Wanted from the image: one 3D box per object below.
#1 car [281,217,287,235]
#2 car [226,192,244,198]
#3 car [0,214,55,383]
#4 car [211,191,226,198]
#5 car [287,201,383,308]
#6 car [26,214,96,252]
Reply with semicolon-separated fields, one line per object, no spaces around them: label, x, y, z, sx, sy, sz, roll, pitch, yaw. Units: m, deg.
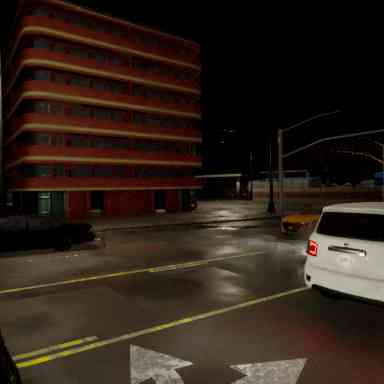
car;6.744;1.444;17.305;5.008;1.535;1.882;0;0;-35
car;11.360;0.818;85.096;3.806;1.475;1.970;-1;1;-35
car;-3.674;1.222;1.131;5.566;2.045;2.150;0;0;-35
car;7.393;0.671;89.321;4.611;1.667;2.242;-1;1;-35
car;4.767;1.218;7.130;5.566;2.045;2.150;0;0;-35
car;-6.395;1.547;12.322;5.357;1.411;2.033;0;0;-35
